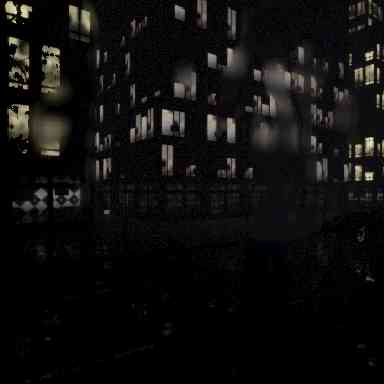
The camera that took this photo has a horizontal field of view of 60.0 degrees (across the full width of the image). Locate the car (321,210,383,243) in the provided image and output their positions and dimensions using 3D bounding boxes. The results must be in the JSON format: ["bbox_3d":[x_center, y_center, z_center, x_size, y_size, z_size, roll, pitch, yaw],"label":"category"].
[{"bbox_3d":[8.140,1.563,16.226,4.313,1.339,1.947,0,0,-36],"label":"car"}]
